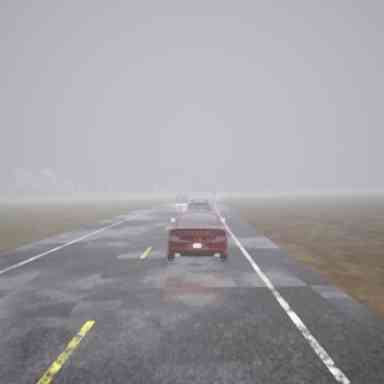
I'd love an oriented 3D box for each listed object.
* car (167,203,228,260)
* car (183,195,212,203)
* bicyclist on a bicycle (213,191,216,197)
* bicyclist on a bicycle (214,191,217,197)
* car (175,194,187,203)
[{"bbox_3d":[0.211,1.376,11.993,1.882,1.535,5.008,0,0,1],"label":"car"},{"bbox_3d":[0.648,1.255,27.732,2.128,1.511,4.902,0,1,2],"label":"car"},{"bbox_3d":[5.604,0.692,84.892,0.582,1.620,1.656,0,0,6],"label":"bicyclist on a bicycle"},{"bbox_3d":[6.595,0.524,93.802,0.659,1.776,1.843,0,1,7],"label":"bicyclist on a bicycle"},{"bbox_3d":[-1.633,1.024,53.660,2.128,1.511,4.902,0,1,4],"label":"car"}]
